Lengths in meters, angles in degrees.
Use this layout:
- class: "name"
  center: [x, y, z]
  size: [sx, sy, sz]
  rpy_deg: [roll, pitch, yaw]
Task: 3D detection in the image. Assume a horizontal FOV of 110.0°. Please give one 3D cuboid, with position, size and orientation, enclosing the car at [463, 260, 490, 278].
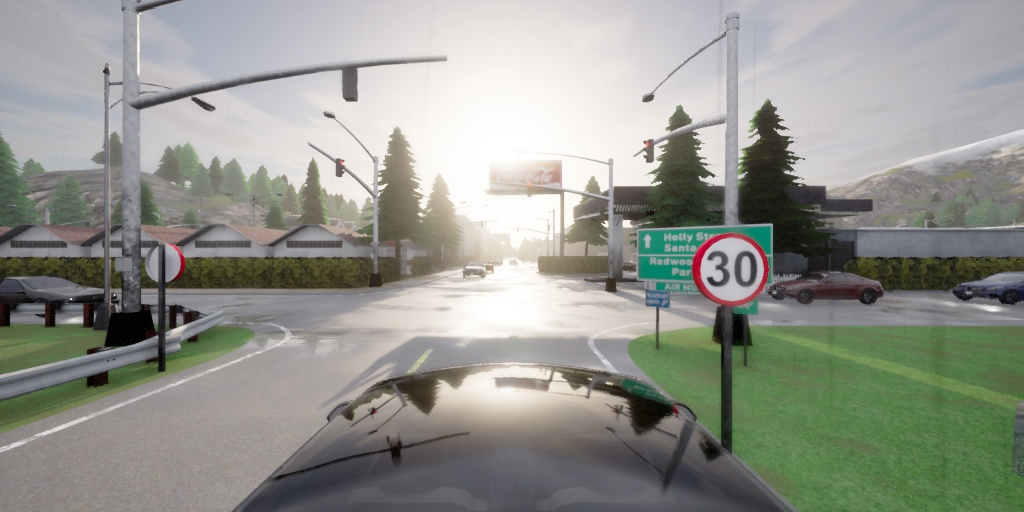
- class: "car"
  center: [-3.459, 1.291, 33.806]
  size: [1.812, 1.442, 4.674]
  rpy_deg: [1, -1, 1]

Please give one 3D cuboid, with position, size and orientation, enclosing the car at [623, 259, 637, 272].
- class: "car"
  center: [15.620, 1.489, 50.783]
  size: [5.357, 1.411, 2.033]
  rpy_deg: [0, 0, 0]

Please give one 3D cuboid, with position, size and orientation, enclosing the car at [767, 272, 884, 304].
- class: "car"
  center: [14.802, 1.467, 17.022]
  size: [4.674, 1.442, 1.812]
  rpy_deg: [0, 0, 0]

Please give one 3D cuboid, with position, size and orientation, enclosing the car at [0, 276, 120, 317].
- class: "car"
  center: [-18.502, 1.489, 13.733]
  size: [5.357, 1.411, 2.033]
  rpy_deg: [0, 0, 1]

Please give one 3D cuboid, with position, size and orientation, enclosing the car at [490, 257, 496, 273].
- class: "car"
  center: [-3.184, 1.269, 44.097]
  size: [1.882, 1.535, 5.008]
  rpy_deg: [0, -1, -3]

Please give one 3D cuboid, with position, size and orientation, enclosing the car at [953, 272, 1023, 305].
- class: "car"
  center: [23.935, 1.467, 16.928]
  size: [4.674, 1.442, 1.812]
  rpy_deg: [0, 0, 1]
